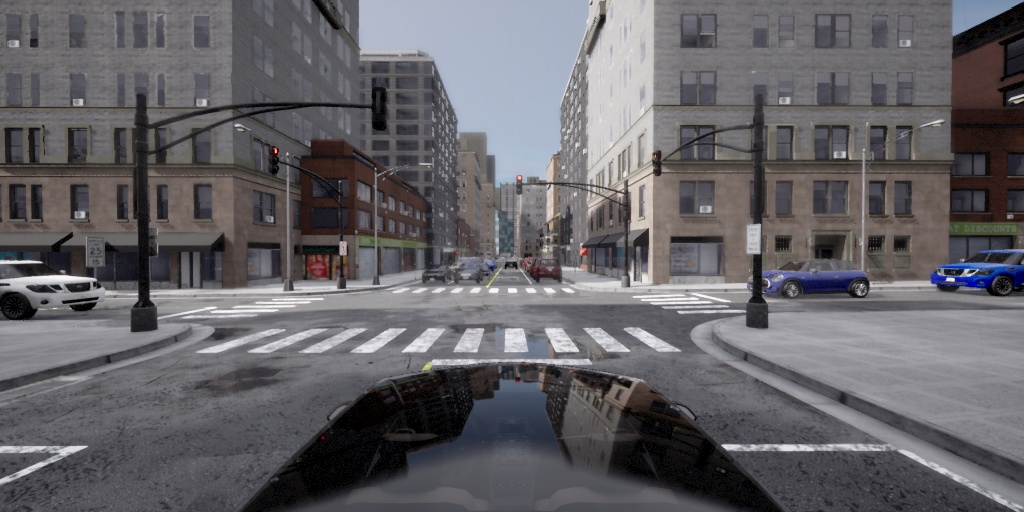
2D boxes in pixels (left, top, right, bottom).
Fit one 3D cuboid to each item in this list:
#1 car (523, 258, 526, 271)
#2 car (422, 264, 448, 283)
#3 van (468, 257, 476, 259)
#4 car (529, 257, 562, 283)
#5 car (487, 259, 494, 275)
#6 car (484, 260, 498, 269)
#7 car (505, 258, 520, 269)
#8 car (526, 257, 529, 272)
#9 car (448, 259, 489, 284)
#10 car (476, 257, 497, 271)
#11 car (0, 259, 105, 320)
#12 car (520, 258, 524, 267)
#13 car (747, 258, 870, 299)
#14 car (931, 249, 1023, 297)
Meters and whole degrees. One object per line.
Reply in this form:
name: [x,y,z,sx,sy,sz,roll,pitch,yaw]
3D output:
car: [2.678,1.279,45.085,1.751,1.417,4.829,0,0,0]
car: [-5.777,1.319,28.121,1.948,1.339,4.313,0,0,0]
van: [-5.851,1.094,44.878,1.690,1.789,3.998,0,0,0]
car: [2.749,1.068,28.158,2.192,1.841,5.009,0,0,0]
car: [-3.242,1.302,37.113,2.033,1.411,5.357,0,0,0]
car: [-3.292,1.298,57.426,2.033,1.411,5.357,0,0,0]
car: [-0.135,1.229,56.408,1.882,1.535,5.008,0,-1,0]
car: [2.725,1.069,33.744,2.192,1.841,5.009,0,0,0]
car: [-3.201,1.245,27.205,2.128,1.511,4.902,0,0,0]
car: [-3.273,1.231,47.045,1.882,1.535,5.008,0,0,0]
car: [-18.449,1.145,12.986,5.566,2.045,2.150,-1,1,-2]
car: [2.655,1.067,50.501,2.192,1.841,5.009,0,0,0]
car: [13.404,0.938,16.435,4.553,1.767,2.097,-1,1,-1]
car: [22.980,0.708,16.541,5.566,2.045,2.150,-1,1,0]
